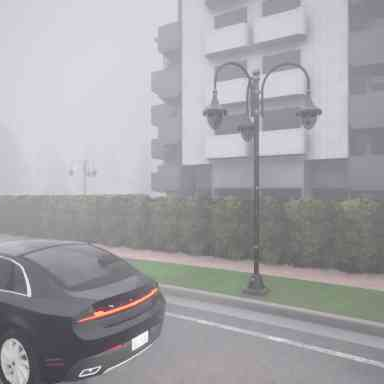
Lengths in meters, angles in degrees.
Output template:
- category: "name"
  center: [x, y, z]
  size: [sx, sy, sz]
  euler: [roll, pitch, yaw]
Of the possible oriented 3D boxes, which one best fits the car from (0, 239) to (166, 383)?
- category: "car"
  center: [-2.698, 1.505, 5.158]
  size: [4.892, 1.490, 1.837]
  euler: [0, 0, 31]
